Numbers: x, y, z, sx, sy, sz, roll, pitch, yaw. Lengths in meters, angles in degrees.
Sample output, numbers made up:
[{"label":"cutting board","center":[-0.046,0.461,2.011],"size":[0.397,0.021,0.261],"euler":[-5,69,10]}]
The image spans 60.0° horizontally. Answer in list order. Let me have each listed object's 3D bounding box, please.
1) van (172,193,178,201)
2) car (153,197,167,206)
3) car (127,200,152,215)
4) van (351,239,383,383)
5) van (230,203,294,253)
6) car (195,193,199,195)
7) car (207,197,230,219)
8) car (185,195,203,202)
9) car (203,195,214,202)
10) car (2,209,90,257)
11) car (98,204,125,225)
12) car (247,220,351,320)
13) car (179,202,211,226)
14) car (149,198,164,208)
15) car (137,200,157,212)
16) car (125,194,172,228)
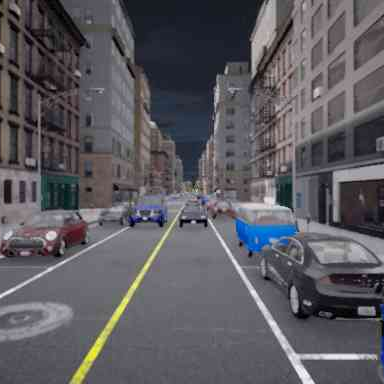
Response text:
[{"label":"van","center":[-5.400,1.438,88.770],"size":[1.690,1.788,3.998],"euler":[0,0,0]},{"label":"car","center":[-5.383,1.631,56.806],"size":[1.947,1.339,4.313],"euler":[0,0,0]},{"label":"car","center":[-5.385,1.584,34.762],"size":[1.887,1.381,4.507],"euler":[0,0,0]},{"label":"van","center":[2.637,1.342,1.696],"size":[1.690,1.788,3.998],"euler":[0,0,0]},{"label":"van","center":[2.637,1.353,12.718],"size":[1.690,1.788,3.998],"euler":[0,0,0]},{"label":"car","center":[2.713,1.416,94.177],"size":[2.192,1.841,5.009],"euler":[0,0,0]},{"label":"car","center":[2.639,1.473,29.250],"size":[1.967,1.590,4.097],"euler":[0,0,0]},{"label":"car","center":[0.105,1.541,42.908],"size":[2.128,1.511,4.902],"euler":[0,0,0]},{"label":"car","center":[2.640,1.487,40.273],"size":[1.967,1.590,4.097],"euler":[0,0,0]},{"label":"car","center":[-5.387,1.452,12.718],"size":[1.967,1.590,4.097],"euler":[0,0,0]},{"label":"car","center":[-5.386,1.576,23.740],"size":[2.008,1.369,4.403],"euler":[0,0,0]},{"label":"car","center":[2.637,1.557,7.207],"size":[2.008,1.369,4.403],"euler":[0,0,0]},{"label":"car","center":[0.101,1.626,23.292],"size":[1.895,1.301,4.718],"euler":[0,0,0]},{"label":"car","center":[-5.384,1.604,51.295],"size":[1.887,1.381,4.507],"euler":[0,0,0]},{"label":"car","center":[-5.385,1.628,40.273],"size":[1.802,1.307,4.206],"euler":[0,0,0]},{"label":"car","center":[-2.847,1.246,22.919],"size":[2.150,2.045,5.566],"euler":[0,0,0]}]
